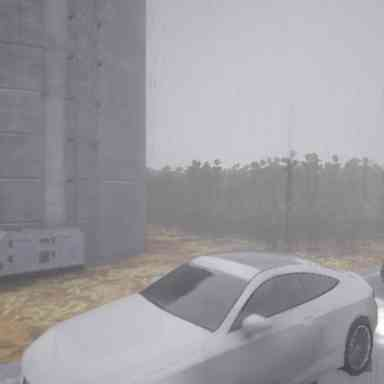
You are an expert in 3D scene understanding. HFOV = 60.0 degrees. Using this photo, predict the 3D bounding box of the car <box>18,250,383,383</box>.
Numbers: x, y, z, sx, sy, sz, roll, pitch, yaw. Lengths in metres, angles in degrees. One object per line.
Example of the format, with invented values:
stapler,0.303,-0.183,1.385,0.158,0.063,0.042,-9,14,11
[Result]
car,0.503,1.528,4.063,4.674,1.442,1.812,0,0,-36
